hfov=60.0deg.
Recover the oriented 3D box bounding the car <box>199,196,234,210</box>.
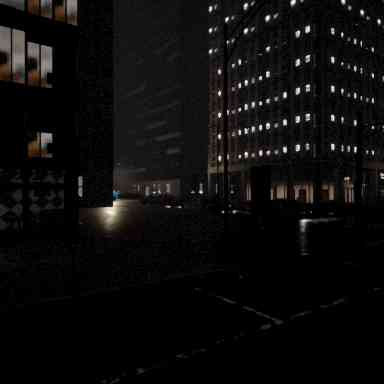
[{"bbox_3d":[2.716,1.179,37.198,2.128,1.511,4.902,0,1,-33],"label":"car"}]

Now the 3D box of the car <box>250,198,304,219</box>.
[{"bbox_3d":[6.429,1.399,26.575,1.802,1.307,4.206,1,0,-32],"label":"car"}]

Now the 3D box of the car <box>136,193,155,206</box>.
[{"bbox_3d":[-5.419,1.094,45.025,1.752,1.417,4.829,1,0,-33],"label":"car"}]

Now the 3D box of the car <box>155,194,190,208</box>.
[{"bbox_3d":[-2.469,1.212,40.529,1.802,1.307,4.206,1,0,-33],"label":"car"}]

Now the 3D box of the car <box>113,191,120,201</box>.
[{"bbox_3d":[-14.968,0.920,58.904,1.887,1.381,4.507,1,0,-35],"label":"car"}]

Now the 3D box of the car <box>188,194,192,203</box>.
[{"bbox_3d":[-1.852,0.927,54.365,1.967,1.590,4.097,1,0,-35],"label":"car"}]

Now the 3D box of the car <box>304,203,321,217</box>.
[{"bbox_3d":[8.194,1.309,28.517,1.837,1.490,4.892,0,1,-32],"label":"car"}]

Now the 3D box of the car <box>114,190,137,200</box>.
[{"bbox_3d":[-13.080,0.790,65.721,1.882,1.535,5.008,0,0,-36],"label":"car"}]

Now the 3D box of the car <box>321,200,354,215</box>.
[{"bbox_3d":[13.047,1.377,31.269,1.802,1.307,4.206,1,0,-32],"label":"car"}]

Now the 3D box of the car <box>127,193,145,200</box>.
[{"bbox_3d":[-11.500,0.864,67.811,1.947,1.339,4.313,1,0,-36],"label":"car"}]
